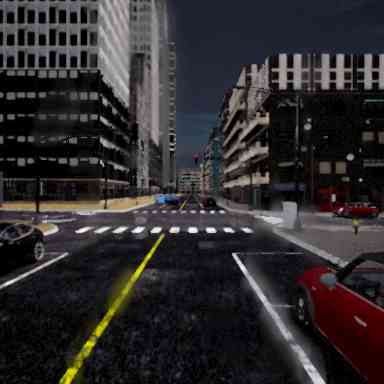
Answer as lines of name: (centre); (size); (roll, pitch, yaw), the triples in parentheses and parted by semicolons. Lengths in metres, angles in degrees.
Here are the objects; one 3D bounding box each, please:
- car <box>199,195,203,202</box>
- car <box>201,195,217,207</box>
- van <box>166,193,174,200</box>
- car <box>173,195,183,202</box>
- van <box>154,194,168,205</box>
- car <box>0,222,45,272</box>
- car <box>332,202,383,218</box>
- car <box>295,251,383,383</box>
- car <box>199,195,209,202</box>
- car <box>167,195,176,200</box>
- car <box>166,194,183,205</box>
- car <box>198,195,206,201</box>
car: (2.684, 1.496, 58.918); (1.887, 1.381, 4.507); (0, 0, 0)
car: (2.685, 1.523, 48.951); (1.947, 1.339, 4.313); (0, 0, 0)
van: (-5.699, 1.275, 87.188); (1.690, 1.788, 3.998); (0, 0, 0)
car: (-3.005, 1.481, 73.765); (2.033, 1.411, 5.357); (0, 0, 0)
van: (-5.697, 1.292, 58.917); (1.690, 1.788, 3.998); (0, 0, 0)
car: (-5.693, 1.556, 9.306); (1.947, 1.339, 4.313); (0, 0, 0)
car: (16.025, 1.728, 32.760); (4.097, 1.590, 1.967); (1, -1, -1)
car: (2.687, 1.436, 4.060); (1.967, 1.590, 4.097); (0, 0, 0)
car: (2.683, 1.492, 75.881); (2.008, 1.369, 4.403); (0, 0, 0)
car: (-5.698, 1.483, 92.843); (2.008, 1.369, 4.403); (0, 0, 0)
car: (-3.035, 1.552, 58.237); (1.895, 1.301, 4.718); (0, 0, 1)
car: (2.682, 1.480, 87.189); (1.887, 1.381, 4.507); (0, 0, 0)
